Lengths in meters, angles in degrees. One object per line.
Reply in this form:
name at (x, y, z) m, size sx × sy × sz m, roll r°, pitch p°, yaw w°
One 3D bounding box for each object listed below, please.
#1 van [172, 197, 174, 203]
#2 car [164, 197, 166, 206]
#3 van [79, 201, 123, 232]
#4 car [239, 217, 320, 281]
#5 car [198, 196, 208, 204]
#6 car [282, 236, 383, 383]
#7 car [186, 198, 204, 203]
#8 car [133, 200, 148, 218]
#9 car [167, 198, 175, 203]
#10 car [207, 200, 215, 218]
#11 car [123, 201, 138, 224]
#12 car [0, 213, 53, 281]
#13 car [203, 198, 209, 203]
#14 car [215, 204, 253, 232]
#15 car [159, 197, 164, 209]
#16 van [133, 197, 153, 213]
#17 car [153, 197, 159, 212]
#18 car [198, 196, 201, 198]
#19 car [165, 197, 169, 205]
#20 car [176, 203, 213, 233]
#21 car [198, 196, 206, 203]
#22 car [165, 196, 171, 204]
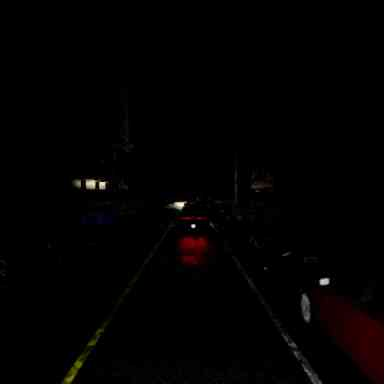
van at (-5.862, 1.904, 77.460) m, size 1.690 × 1.788 × 3.998 m, roll 0°, pitch 0°, yaw 0°
car at (-5.833, 1.958, 54.913) m, size 1.947 × 1.339 × 4.313 m, roll 0°, pitch 0°, yaw 0°
van at (-5.792, 1.488, 21.095) m, size 1.690 × 1.788 × 3.998 m, roll 0°, pitch 0°, yaw 0°
car at (2.748, 1.635, 9.840) m, size 1.947 × 1.339 × 4.313 m, roll 0°, pitch 0°, yaw 0°
car at (2.655, 1.923, 83.111) m, size 2.192 × 1.841 × 5.009 m, roll 0°, pitch 0°, yaw 0°
car at (2.755, 1.575, 4.204) m, size 1.887 × 1.381 × 4.507 m, roll 0°, pitch 0°, yaw 0°
car at (0.052, 1.752, 38.931) m, size 1.882 × 1.535 × 5.008 m, roll 0°, pitch 0°, yaw 0°
car at (-5.805, 1.778, 32.366) m, size 2.008 × 1.369 × 4.403 m, roll 0°, pitch 0°, yaw 0°
car at (-5.883, 2.266, 94.368) m, size 1.947 × 1.339 × 4.313 m, roll 0°, pitch 0°, yaw 0°
car at (2.720, 1.793, 32.384) m, size 1.947 × 1.339 × 4.313 m, roll 0°, pitch 0°, yaw 0°
car at (-5.798, 1.710, 26.561) m, size 1.752 × 1.417 × 4.829 m, roll 0°, pitch 0°, yaw 0°
car at (-5.777, 1.509, 9.822) m, size 1.967 × 1.590 × 4.097 m, roll 0°, pitch 0°, yaw 0°
car at (2.699, 1.933, 49.293) m, size 1.802 × 1.307 × 4.206 m, roll 0°, pitch 0°, yaw 0°
car at (2.734, 1.587, 21.112) m, size 1.967 × 1.590 × 4.097 m, roll 0°, pitch 0°, yaw 0°
car at (-5.827, 1.666, 49.278) m, size 2.192 × 1.841 × 5.009 m, roll 0°, pitch 0°, yaw 0°
van at (-5.813, 1.609, 38.005) m, size 1.690 × 1.788 × 3.998 m, roll 0°, pitch 0°, yaw 0°
car at (-5.820, 1.749, 43.640) m, size 1.967 × 1.590 × 4.097 m, roll 0°, pitch 0°, yaw 0°
car at (2.670, 1.959, 71.839) m, size 1.967 × 1.590 × 4.097 m, roll 0°, pitch 0°, yaw 0°
car at (-5.840, 1.999, 60.549) m, size 1.947 × 1.339 × 4.313 m, roll 0°, pitch 0°, yaw 0°
car at (0.074, 1.649, 20.810) m, size 1.837 × 1.490 × 4.892 m, roll 0°, pitch 0°, yaw 0°
car at (2.648, 1.969, 88.747) m, size 2.192 × 1.841 × 5.009 m, roll 0°, pitch 0°, yaw 0°
car at (-5.847, 2.027, 66.185) m, size 2.008 × 1.369 × 4.403 m, roll 0°, pitch 0°, yaw 0°
